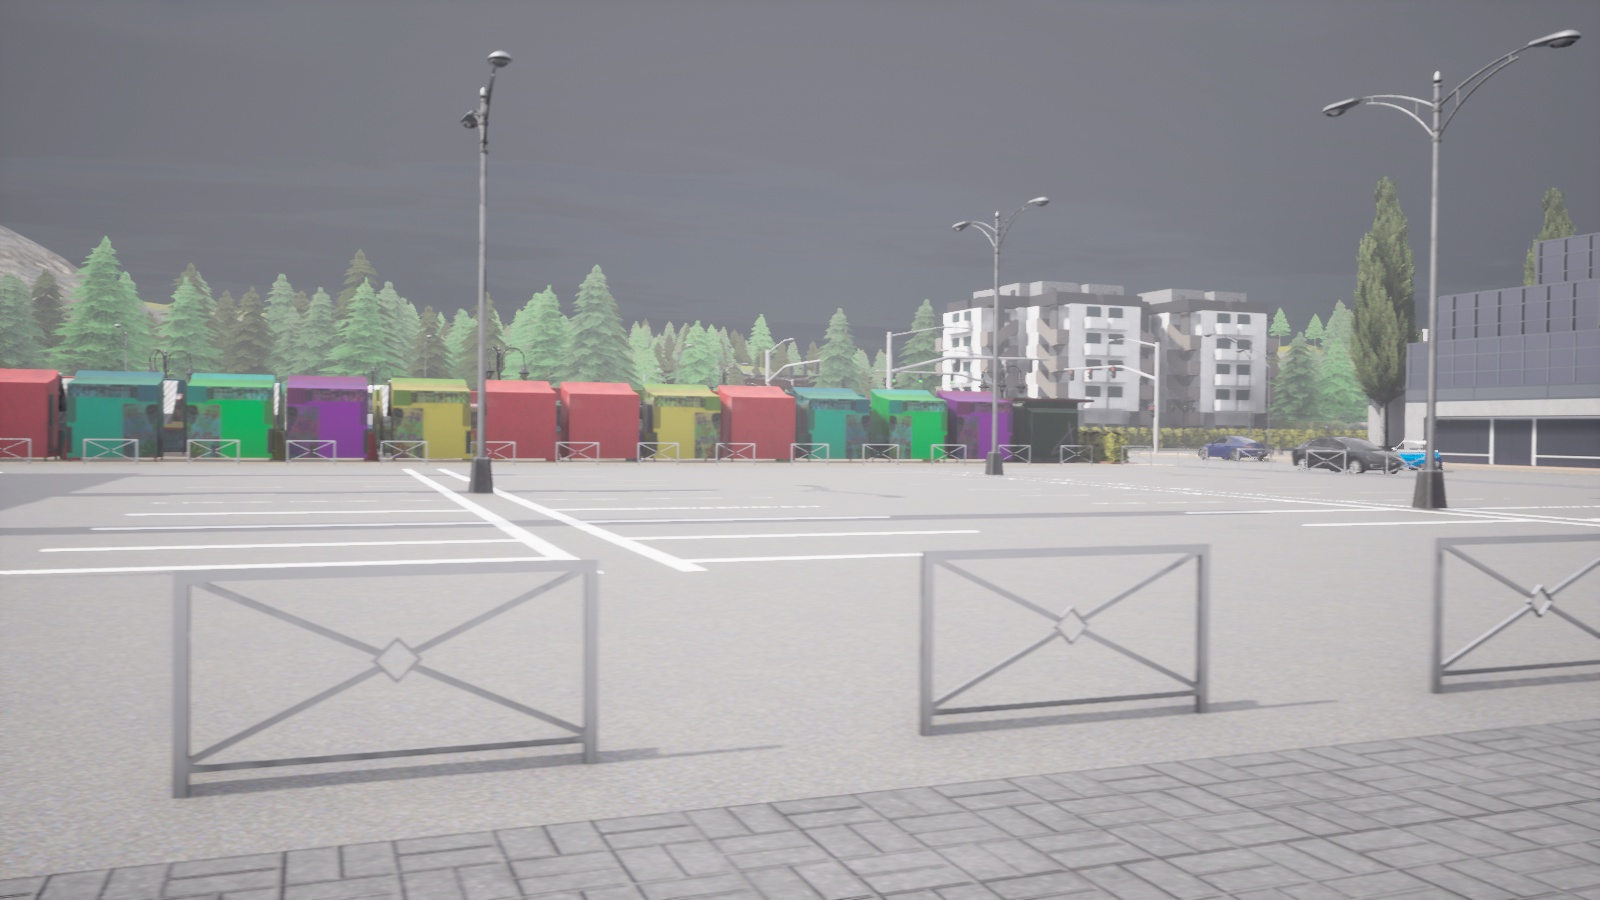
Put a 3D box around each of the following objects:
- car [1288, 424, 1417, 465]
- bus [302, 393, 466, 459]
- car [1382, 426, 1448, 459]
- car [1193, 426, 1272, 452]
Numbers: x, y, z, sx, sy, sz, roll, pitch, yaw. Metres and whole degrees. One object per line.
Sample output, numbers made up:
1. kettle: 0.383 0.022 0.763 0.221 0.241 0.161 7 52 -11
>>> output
1. car: 21.770 -0.242 49.747 1.837 1.490 4.892 -1 1 -19
2. bus: -28.297 -1.664 85.509 10.273 4.253 3.944 -1 1 -21
3. car: 27.217 -0.346 55.581 1.481 1.376 2.207 -1 1 -20
4. car: 24.964 -0.627 72.579 1.812 1.442 4.674 -1 1 -19
